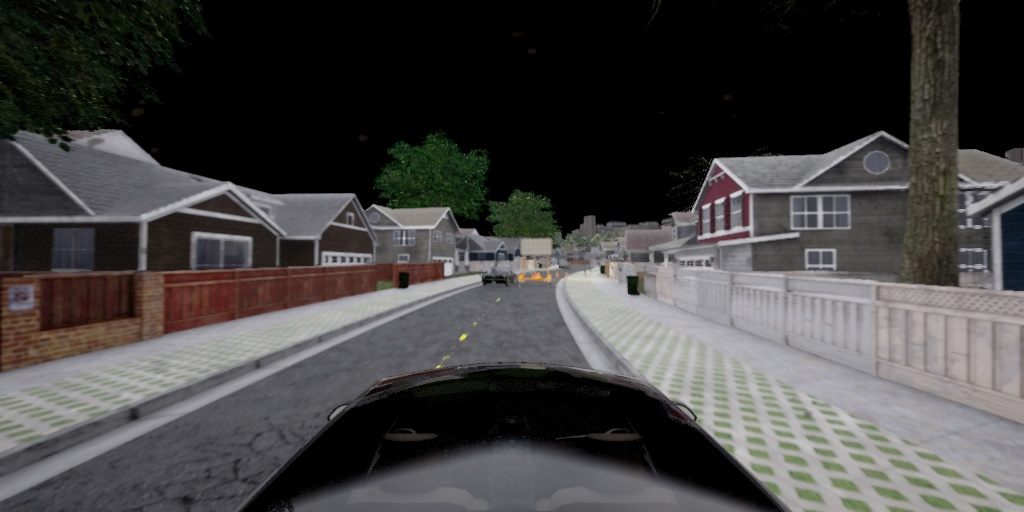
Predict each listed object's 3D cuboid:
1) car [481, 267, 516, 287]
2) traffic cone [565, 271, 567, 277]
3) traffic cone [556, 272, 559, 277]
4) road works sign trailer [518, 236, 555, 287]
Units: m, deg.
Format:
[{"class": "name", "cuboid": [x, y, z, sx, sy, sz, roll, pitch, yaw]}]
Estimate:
[{"class": "car", "cuboid": [-0.920, 1.503, 26.511, 1.895, 1.301, 4.718, 0, 0, 8]}, {"class": "traffic cone", "cuboid": [5.901, 1.962, 38.835, 0.340, 0.580, 0.340, 0, 0, 10]}, {"class": "traffic cone", "cuboid": [4.917, 1.963, 39.012, 0.340, 0.580, 0.340, 0, 0, 10]}, {"class": "road works sign trailer", "cuboid": [1.789, 0.370, 26.368, 2.380, 3.560, 2.880, 0, 0, 10]}]
